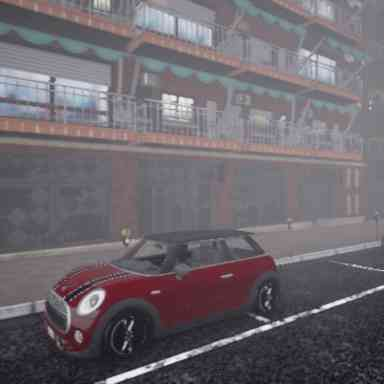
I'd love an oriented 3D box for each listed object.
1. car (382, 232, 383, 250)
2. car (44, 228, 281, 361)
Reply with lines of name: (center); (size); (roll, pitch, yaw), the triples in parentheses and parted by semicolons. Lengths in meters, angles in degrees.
car: (8.838, 1.445, 12.416); (4.097, 1.590, 1.967); (0, -1, -35)
car: (-0.363, 1.441, 5.852); (4.097, 1.590, 1.967); (0, -1, -35)
